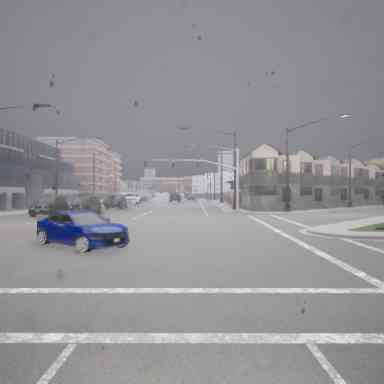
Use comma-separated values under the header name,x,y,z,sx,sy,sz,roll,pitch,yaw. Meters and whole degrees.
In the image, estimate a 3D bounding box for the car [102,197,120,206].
name,x,y,z,sx,sy,sz,roll,pitch,yaw
car,-14.172,1.593,58.369,1.994,1.385,4.181,0,1,0

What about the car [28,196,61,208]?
name,x,y,z,sx,sy,sz,roll,pitch,yaw
car,-14.161,1.413,33.205,2.150,2.045,5.566,0,0,0

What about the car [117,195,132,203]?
name,x,y,z,sx,sy,sz,roll,pitch,yaw
car,-14.117,1.391,69.682,2.033,1.411,5.357,0,1,0

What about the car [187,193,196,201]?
name,x,y,z,sx,sy,sz,roll,pitch,yaw
car,-0.131,1.427,77.857,1.895,1.301,4.718,0,-1,0

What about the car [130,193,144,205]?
name,x,y,z,sx,sy,sz,roll,pitch,yaw
car,-10.671,1.226,59.846,2.150,2.045,5.566,0,1,0

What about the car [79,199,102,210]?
name,x,y,z,sx,sy,sz,roll,pitch,yaw
car,-14.175,1.713,46.898,1.812,1.442,4.674,0,0,0

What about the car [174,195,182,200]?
name,x,y,z,sx,sy,sz,roll,pitch,yaw
car,-3.648,1.487,87.833,2.128,1.511,4.902,0,-2,0

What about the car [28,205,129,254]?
name,x,y,z,sx,sy,sz,roll,pitch,yaw
car,-4.745,1.542,14.097,5.008,1.535,1.882,0,0,40

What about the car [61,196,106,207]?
name,x,y,z,sx,sy,sz,roll,pitch,yaw
car,-10.655,1.411,33.145,2.150,2.045,5.566,0,0,0

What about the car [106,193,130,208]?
name,x,y,z,sx,sy,sz,roll,pitch,yaw
car,-10.676,1.409,47.039,2.150,2.045,5.566,0,0,0

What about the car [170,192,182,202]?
name,x,y,z,sx,sy,sz,roll,pitch,yaw
car,-3.536,1.072,70.132,2.150,2.045,5.566,0,0,0

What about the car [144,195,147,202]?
name,x,y,z,sx,sy,sz,roll,pitch,yaw
car,-10.619,1.323,70.520,1.882,1.535,5.008,0,1,0

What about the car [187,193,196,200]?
name,x,y,z,sx,sy,sz,roll,pitch,yaw
car,-0.148,1.147,87.817,2.097,1.767,4.553,0,-2,0
